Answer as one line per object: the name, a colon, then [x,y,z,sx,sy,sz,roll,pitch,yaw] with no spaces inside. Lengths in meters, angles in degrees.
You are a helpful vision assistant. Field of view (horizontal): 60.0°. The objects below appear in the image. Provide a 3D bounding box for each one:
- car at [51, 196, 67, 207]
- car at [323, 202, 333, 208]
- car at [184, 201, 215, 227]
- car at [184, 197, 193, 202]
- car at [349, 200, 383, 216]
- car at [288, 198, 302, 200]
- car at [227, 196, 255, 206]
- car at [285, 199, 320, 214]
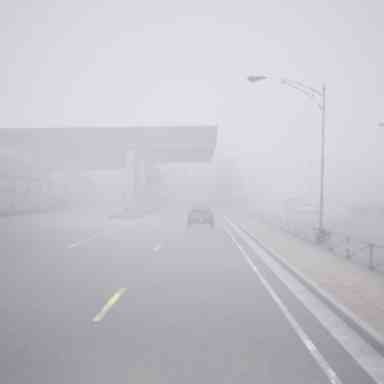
car: [-19.365,1.352,46.796,2.242,1.667,4.611,1,0,1]
car: [25.716,2.554,67.707,5.357,1.411,2.033,1,0,2]
car: [0.676,1.705,24.671,2.128,1.511,4.902,1,-1,2]
car: [-0.901,2.019,86.293,2.097,1.767,4.553,1,0,2]
car: [22.390,2.011,41.902,4.605,1.855,1.932,1,0,1]
car: [14.610,1.817,45.388,3.866,1.878,1.905,1,0,1]
car: [10.061,1.836,68.151,5.566,2.045,2.150,1,0,2]
car: [13.908,2.057,42.078,3.806,1.475,1.970,1,0,1]
